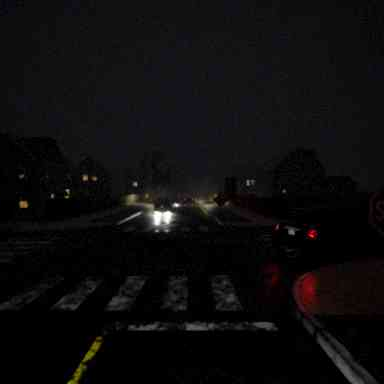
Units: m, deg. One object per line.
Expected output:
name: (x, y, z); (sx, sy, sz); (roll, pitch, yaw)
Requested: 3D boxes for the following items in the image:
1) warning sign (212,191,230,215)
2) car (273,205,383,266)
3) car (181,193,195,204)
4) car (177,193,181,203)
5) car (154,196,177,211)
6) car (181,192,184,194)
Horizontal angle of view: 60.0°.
warning sign: (2.401, 0.924, 27.538); (1.300, 1.860, 1.060); (2, 2, -1)
car: (5.085, 1.223, 11.298); (4.553, 1.767, 2.097); (-2, 3, -24)
car: (-0.524, 1.317, 57.338); (1.895, 1.301, 4.718); (0, 0, 0)
car: (-3.369, 1.318, 58.844); (1.895, 1.301, 4.718); (0, 0, 0)
car: (-3.124, 1.256, 36.722); (2.128, 1.511, 4.902); (0, 0, -1)
car: (-0.738, 1.281, 67.162); (1.994, 1.385, 4.181); (0, 0, -2)
